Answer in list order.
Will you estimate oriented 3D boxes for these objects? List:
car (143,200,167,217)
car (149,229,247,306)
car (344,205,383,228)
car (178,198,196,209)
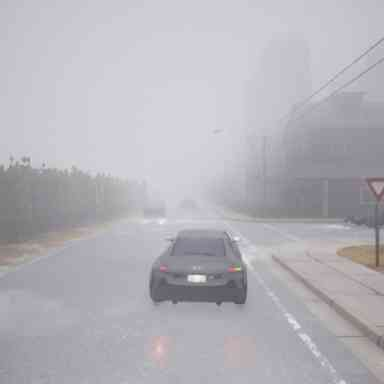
[{"bbox_3d":[-3.550,1.575,32.578,1.882,1.535,5.008,0,0,0],"label":"car"},{"bbox_3d":[0.253,1.589,8.208,1.994,1.385,4.181,0,0,5],"label":"car"},{"bbox_3d":[12.956,1.586,21.807,5.357,1.411,2.033,0,0,0],"label":"car"},{"bbox_3d":[-0.745,1.621,48.114,1.882,1.535,5.008,0,0,-12],"label":"car"}]
